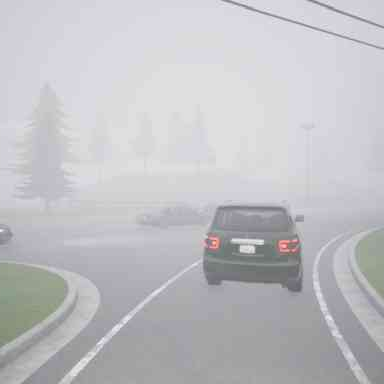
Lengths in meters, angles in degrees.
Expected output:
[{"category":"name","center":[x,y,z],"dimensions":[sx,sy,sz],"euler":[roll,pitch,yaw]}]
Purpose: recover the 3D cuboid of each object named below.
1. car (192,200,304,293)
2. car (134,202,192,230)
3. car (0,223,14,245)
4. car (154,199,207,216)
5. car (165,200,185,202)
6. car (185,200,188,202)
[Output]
[{"category":"car","center":[1.862,1.224,9.208],"dimensions":[2.150,2.045,5.566],"euler":[0,0,16]},{"category":"car","center":[-0.967,1.551,21.209],"dimensions":[5.357,1.411,2.033],"euler":[0,0,-29]},{"category":"car","center":[-9.477,1.494,12.472],"dimensions":[4.902,1.511,2.128],"euler":[0,0,-29]},{"category":"car","center":[-1.121,1.497,33.135],"dimensions":[4.902,1.511,2.128],"euler":[0,0,-29]},{"category":"car","center":[-0.538,1.606,29.454],"dimensions":[4.718,1.301,1.895],"euler":[0,0,-29]},{"category":"car","center":[2.090,1.531,26.908],"dimensions":[4.674,1.442,1.812],"euler":[0,0,-29]}]
